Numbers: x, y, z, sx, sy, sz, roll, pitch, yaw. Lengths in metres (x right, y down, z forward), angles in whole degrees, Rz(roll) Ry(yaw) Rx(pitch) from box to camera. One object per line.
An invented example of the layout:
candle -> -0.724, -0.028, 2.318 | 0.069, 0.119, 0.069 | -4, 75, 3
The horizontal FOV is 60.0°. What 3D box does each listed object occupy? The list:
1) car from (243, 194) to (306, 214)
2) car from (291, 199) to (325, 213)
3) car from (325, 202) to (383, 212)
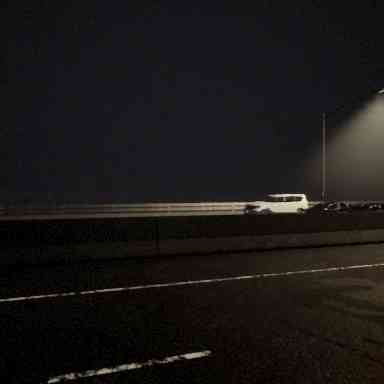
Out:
car -> 7.029, 1.220, 27.494 | 5.566, 2.045, 2.150 | 0, 0, -19
car -> 10.273, 1.502, 24.917 | 4.892, 1.490, 1.837 | 0, 0, -19
car -> 11.438, 1.502, 21.615 | 4.892, 1.490, 1.837 | 0, 0, -19
